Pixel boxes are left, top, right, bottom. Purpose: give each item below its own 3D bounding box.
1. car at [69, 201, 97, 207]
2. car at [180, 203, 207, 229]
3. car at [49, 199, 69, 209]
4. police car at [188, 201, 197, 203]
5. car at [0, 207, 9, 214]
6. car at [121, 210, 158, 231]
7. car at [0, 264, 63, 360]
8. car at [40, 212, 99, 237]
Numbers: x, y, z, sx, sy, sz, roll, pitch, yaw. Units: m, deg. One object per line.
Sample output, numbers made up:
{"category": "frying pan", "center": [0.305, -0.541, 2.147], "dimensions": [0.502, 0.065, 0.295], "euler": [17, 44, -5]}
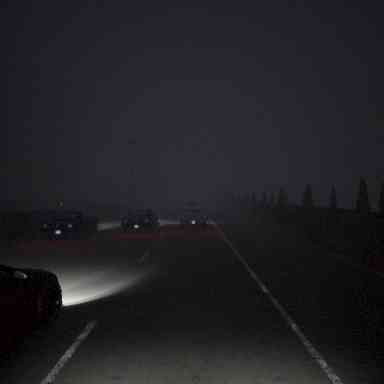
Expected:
{"category": "car", "center": [-14.057, 1.944, 43.888], "dimensions": [1.882, 1.535, 5.008], "euler": [0, -1, 1]}
{"category": "car", "center": [0.088, 1.781, 23.895], "dimensions": [1.812, 1.442, 4.674], "euler": [0, -1, 0]}
{"category": "car", "center": [-21.023, 1.914, 53.126], "dimensions": [2.097, 1.767, 4.553], "euler": [0, 0, 0]}
{"category": "police car", "center": [0.087, 1.951, 41.699], "dimensions": [2.038, 1.542, 4.974], "euler": [0, 0, 0]}
{"category": "car", "center": [-17.597, 1.868, 28.649], "dimensions": [1.994, 1.385, 4.181], "euler": [0, -1, 0]}
{"category": "car", "center": [-3.407, 1.842, 22.585], "dimensions": [1.895, 1.301, 4.718], "euler": [0, -1, 0]}
{"category": "car", "center": [-3.403, 1.613, 4.543], "dimensions": [1.994, 1.385, 4.181], "euler": [0, -1, 0]}
{"category": "car", "center": [-6.905, 1.808, 19.388], "dimensions": [1.895, 1.301, 4.718], "euler": [0, -1, 0]}
